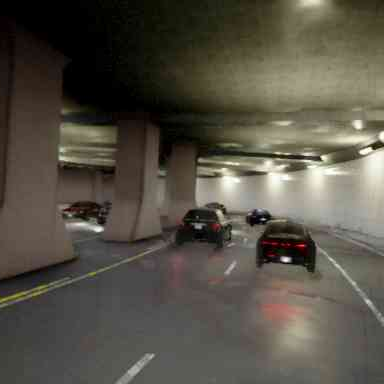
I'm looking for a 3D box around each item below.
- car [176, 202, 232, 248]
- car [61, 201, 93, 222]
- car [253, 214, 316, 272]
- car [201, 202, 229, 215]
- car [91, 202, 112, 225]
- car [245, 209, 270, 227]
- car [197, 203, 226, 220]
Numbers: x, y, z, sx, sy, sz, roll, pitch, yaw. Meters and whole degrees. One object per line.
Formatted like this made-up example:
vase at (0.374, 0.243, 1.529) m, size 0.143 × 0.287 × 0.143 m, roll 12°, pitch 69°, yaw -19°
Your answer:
car at (0.745, 1.574, 16.347) m, size 2.097 × 1.767 × 4.553 m, roll 2°, pitch -1°, yaw 13°
car at (-8.333, 1.438, 25.841) m, size 1.812 × 1.442 × 4.674 m, roll 3°, pitch -1°, yaw 7°
car at (3.375, 1.800, 12.185) m, size 1.837 × 1.490 × 4.892 m, roll 3°, pitch -1°, yaw 14°
car at (2.989, 2.152, 44.572) m, size 1.837 × 1.490 × 4.892 m, roll 3°, pitch -1°, yaw -19°
car at (-5.116, 1.563, 23.837) m, size 1.812 × 1.442 × 4.674 m, roll 3°, pitch -1°, yaw 9°
car at (5.679, 2.146, 28.050) m, size 1.994 × 1.385 × 4.181 m, roll 3°, pitch -1°, yaw 3°
car at (1.945, 1.977, 34.640) m, size 2.128 × 1.511 × 4.902 m, roll 3°, pitch -1°, yaw -6°
